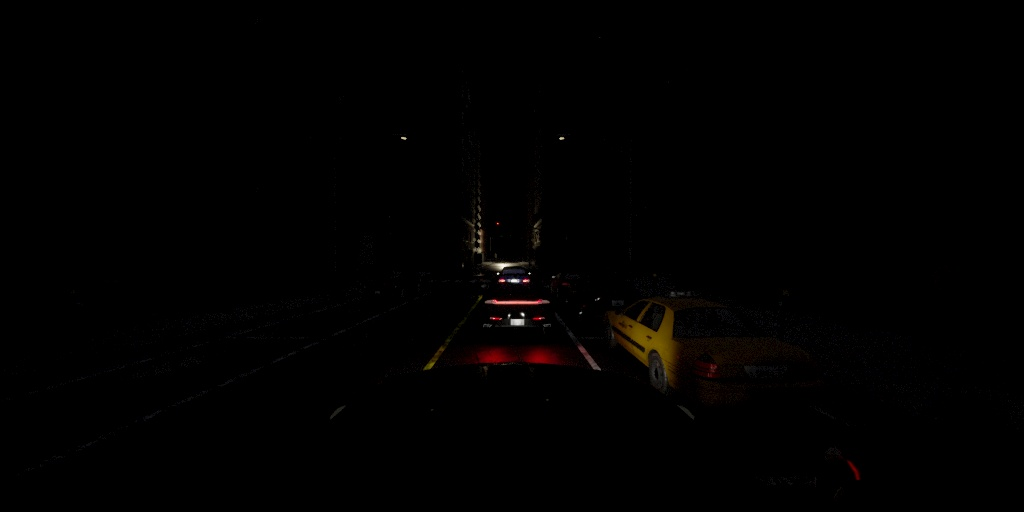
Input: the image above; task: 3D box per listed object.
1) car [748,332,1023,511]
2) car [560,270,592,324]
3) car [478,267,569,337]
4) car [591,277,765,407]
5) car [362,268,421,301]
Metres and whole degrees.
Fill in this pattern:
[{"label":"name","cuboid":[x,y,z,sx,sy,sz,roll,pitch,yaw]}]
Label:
[{"label":"car","cuboid":[2.873,1.301,0.604,2.007,1.370,4.403,0,0,0]},{"label":"car","cuboid":[2.876,1.313,11.776,1.948,1.339,4.313,0,0,0]},{"label":"car","cuboid":[0.104,1.239,10.301,2.128,1.511,4.902,0,0,0]},{"label":"car","cuboid":[2.874,1.274,6.360,1.751,1.417,4.829,0,0,0]},{"label":"car","cuboid":[-5.668,1.290,17.361,1.888,1.381,4.507,0,0,0]}]
